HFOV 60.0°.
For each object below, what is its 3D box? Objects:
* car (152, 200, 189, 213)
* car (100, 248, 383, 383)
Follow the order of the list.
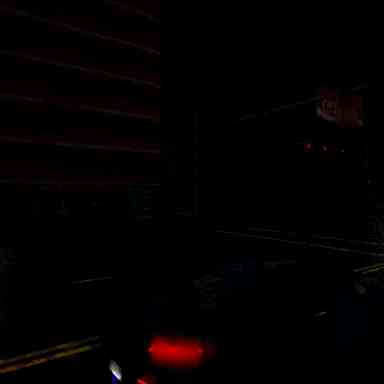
[{"bbox_3d":[-2.506,1.547,37.078,2.033,1.411,5.357,0,0,-36],"label":"car"},{"bbox_3d":[1.136,1.526,4.548,4.674,1.442,1.812,0,0,-36],"label":"car"}]
